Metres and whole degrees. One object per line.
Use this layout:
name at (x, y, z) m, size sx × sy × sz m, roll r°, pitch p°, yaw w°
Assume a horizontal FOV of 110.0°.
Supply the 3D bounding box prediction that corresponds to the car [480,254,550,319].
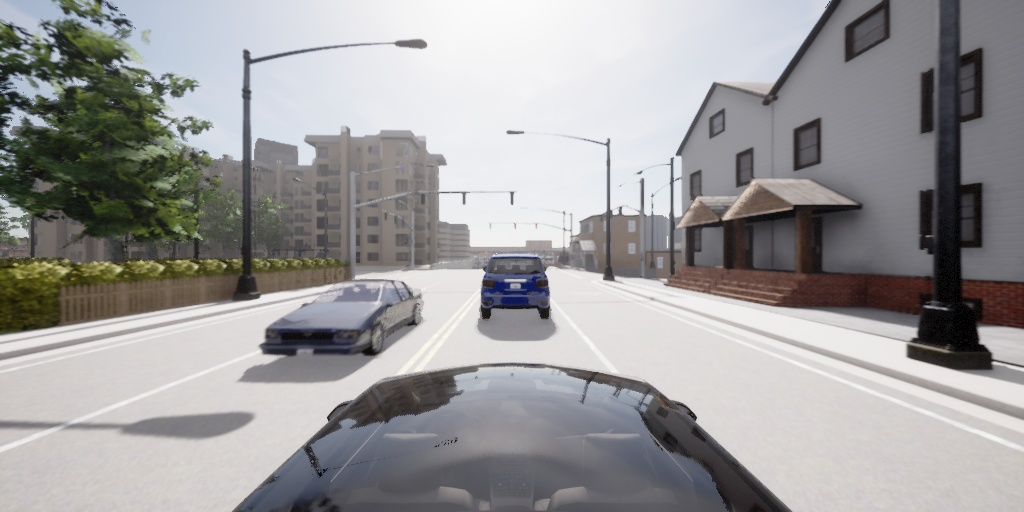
car at (0.099, 0.950, 12.894) m, size 2.150 × 2.045 × 5.566 m, roll 0°, pitch 0°, yaw 0°

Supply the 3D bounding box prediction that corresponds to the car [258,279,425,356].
car at (-3.589, 1.284, 8.886) m, size 2.033 × 1.411 × 5.357 m, roll 0°, pitch 0°, yaw 0°
